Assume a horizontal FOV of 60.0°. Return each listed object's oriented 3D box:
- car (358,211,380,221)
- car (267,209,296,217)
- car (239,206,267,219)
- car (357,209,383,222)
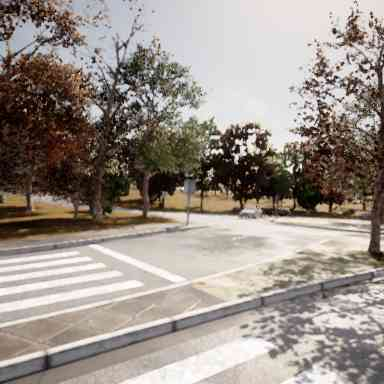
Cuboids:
[{"bbox_3d":[27.847,3.821,50.298,4.181,1.385,1.994,2,-2,16],"label":"car"},{"bbox_3d":[13.692,3.238,51.691,4.718,1.301,1.895,4,-2,-26],"label":"car"},{"bbox_3d":[7.280,2.497,40.907,1.812,1.442,4.674,1,-2,29],"label":"car"},{"bbox_3d":[29.149,3.771,53.306,4.553,1.767,2.097,2,-2,17],"label":"car"}]
